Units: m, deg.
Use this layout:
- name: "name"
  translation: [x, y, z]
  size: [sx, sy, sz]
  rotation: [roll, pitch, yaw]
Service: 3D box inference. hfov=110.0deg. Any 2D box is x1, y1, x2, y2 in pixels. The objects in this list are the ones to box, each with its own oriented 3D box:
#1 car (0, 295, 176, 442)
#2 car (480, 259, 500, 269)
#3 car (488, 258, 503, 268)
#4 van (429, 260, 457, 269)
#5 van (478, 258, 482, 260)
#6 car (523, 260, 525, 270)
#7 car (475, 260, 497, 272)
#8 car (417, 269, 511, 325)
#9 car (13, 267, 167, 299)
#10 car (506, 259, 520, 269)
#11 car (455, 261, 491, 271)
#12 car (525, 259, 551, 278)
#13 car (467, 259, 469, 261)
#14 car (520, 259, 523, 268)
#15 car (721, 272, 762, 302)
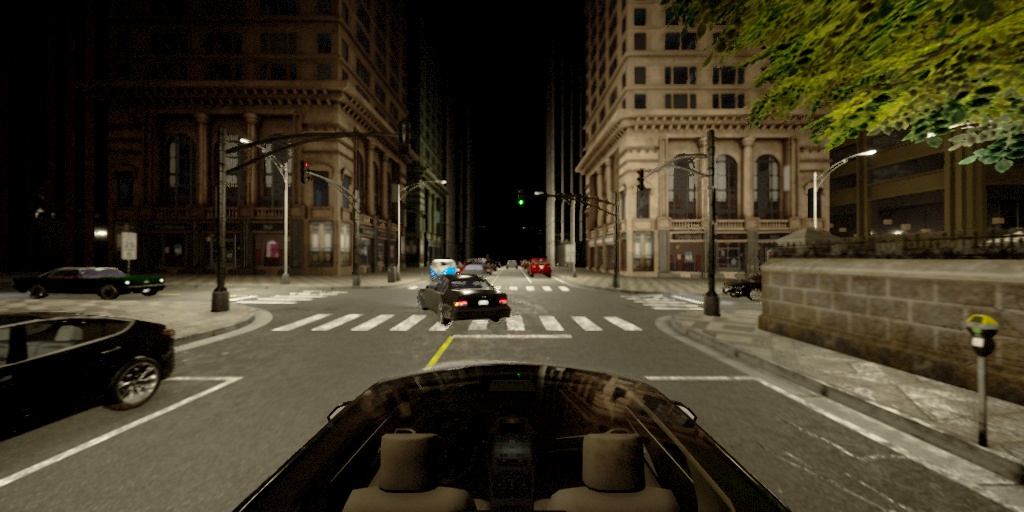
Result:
- name: "car"
  translation: [-5.763, 1.321, 3.464]
  size: [1.948, 1.339, 4.313]
  rotation: [0, 0, 0]
- name: "car"
  translation: [-3.081, 1.458, 50.192]
  size: [1.812, 1.442, 4.674]
  rotation: [0, 0, 0]
- name: "car"
  translation: [-3.011, 1.519, 65.134]
  size: [1.837, 1.490, 4.892]
  rotation: [0, -1, 0]
- name: "van"
  translation: [-5.767, 1.188, 30.121]
  size: [1.690, 1.789, 3.998]
  rotation: [0, 0, 0]
- name: "van"
  translation: [-5.770, 1.280, 51.885]
  size: [1.690, 1.789, 3.998]
  rotation: [0, 0, 0]
- name: "car"
  translation: [2.757, 1.206, 41.012]
  size: [2.192, 1.841, 5.009]
  rotation: [0, 0, 0]
- name: "car"
  translation: [-3.101, 1.434, 39.769]
  size: [2.033, 1.411, 5.357]
  rotation: [0, 0, 0]
- name: "car"
  translation: [-1.841, 1.325, 12.101]
  size: [2.033, 1.411, 5.357]
  rotation: [1, 0, -25]
- name: "car"
  translation: [-17.862, 1.139, 15.379]
  size: [4.718, 1.301, 1.895]
  rotation: [1, 0, 0]
- name: "car"
  translation: [-0.009, 1.505, 60.729]
  size: [1.812, 1.442, 4.674]
  rotation: [0, 0, 0]
- name: "car"
  translation: [-3.104, 1.393, 29.622]
  size: [2.033, 1.411, 5.357]
  rotation: [0, 0, 0]
- name: "car"
  translation: [2.758, 1.184, 35.572]
  size: [2.192, 1.841, 5.009]
  rotation: [0, 0, 0]
- name: "car"
  translation: [-5.768, 1.309, 35.562]
  size: [1.967, 1.591, 4.097]
  rotation: [0, 0, 0]
- name: "car"
  translation: [2.754, 1.514, 57.334]
  size: [2.007, 1.370, 4.403]
  rotation: [0, 0, 0]
- name: "car"
  translation: [13.634, 1.566, 18.754]
  size: [4.892, 1.490, 1.837]
  rotation: [1, 0, 0]
